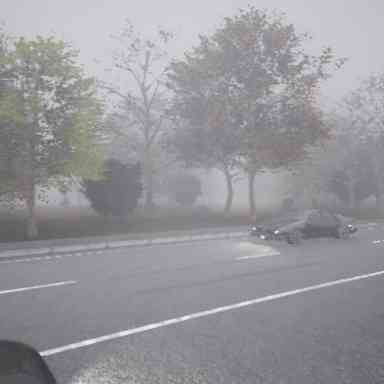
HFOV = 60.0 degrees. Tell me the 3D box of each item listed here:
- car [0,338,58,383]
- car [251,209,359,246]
[{"bbox_3d":[-2.769,1.551,1.624,4.181,1.385,1.994,0,0,-36],"label":"car"},{"bbox_3d":[5.306,1.515,15.303,5.357,1.411,2.033,0,0,-29],"label":"car"}]
